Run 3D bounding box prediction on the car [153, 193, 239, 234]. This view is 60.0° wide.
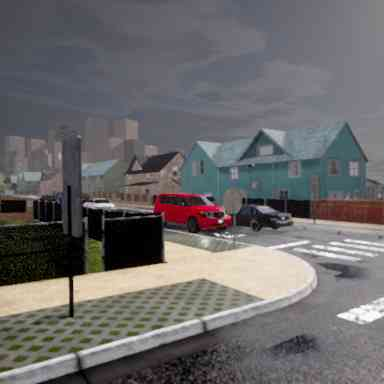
[{"bbox_3d":[-0.172,1.108,19.303,2.150,2.045,5.566,-1,2,-36],"label":"car"}]

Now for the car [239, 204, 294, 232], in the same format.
[{"bbox_3d":[3.279,1.414,19.435,2.033,1.411,5.357,-1,1,-36],"label":"car"}]

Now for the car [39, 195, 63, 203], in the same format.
[{"bbox_3d":[-19.832,1.170,46.124,1.837,1.490,4.892,-1,1,-36],"label":"car"}]

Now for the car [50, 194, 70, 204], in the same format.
[{"bbox_3d":[-20.599,1.115,51.795,1.994,1.385,4.181,-1,1,-36],"label":"car"}]

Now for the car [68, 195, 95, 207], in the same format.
[{"bbox_3d":[-14.632,1.133,43.830,1.837,1.490,4.892,-1,1,-37],"label":"car"}]

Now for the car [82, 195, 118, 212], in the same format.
[{"bbox_3d":[-8.519,1.306,30.608,1.812,1.442,4.674,-1,1,-36],"label":"car"}]
